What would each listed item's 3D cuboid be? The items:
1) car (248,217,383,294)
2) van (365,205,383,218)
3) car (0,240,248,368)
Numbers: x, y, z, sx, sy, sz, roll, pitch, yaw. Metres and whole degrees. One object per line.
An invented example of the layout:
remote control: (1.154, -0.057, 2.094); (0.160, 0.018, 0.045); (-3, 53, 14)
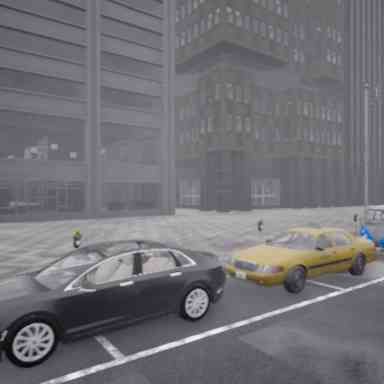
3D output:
car: (3.056, 1.534, 8.835); (4.829, 1.417, 1.752); (0, 0, -36)
van: (7.785, 1.357, 12.212); (3.998, 1.788, 1.690); (0, 0, -36)
car: (-1.396, 1.553, 5.656); (4.403, 1.369, 2.008); (0, 0, -36)
